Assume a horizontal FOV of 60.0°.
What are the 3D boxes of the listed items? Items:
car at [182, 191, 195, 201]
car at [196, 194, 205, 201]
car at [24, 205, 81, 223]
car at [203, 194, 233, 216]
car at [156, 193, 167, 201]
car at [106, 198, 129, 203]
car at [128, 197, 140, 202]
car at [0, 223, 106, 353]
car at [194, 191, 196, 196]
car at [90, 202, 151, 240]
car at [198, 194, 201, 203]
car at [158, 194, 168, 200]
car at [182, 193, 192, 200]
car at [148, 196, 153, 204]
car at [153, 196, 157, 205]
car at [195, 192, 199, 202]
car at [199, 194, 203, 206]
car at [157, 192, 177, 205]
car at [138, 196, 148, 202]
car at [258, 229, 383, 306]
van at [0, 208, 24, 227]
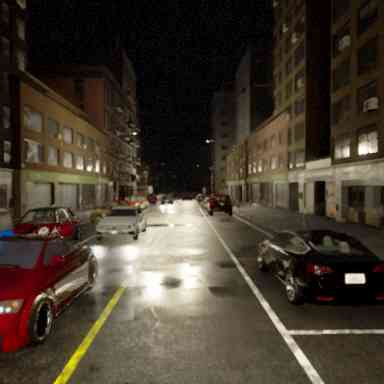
[{"bbox_3d":[-0.979,1.090,67.379,1.882,1.535,5.008,0,0,-1],"label":"car"},{"bbox_3d":[1.773,1.104,73.887,1.752,1.417,4.829,-1,0,-1],"label":"car"},{"bbox_3d":[-5.850,1.358,13.131,1.967,1.590,4.097,-1,0,-1],"label":"car"},{"bbox_3d":[2.427,1.107,29.746,2.192,1.841,5.009,-1,0,-1],"label":"car"},{"bbox_3d":[-6.750,1.041,73.589,1.967,1.590,4.097,-1,0,-1],"label":"car"},{"bbox_3d":[-6.010,1.373,23.954,1.752,1.417,4.829,-1,0,-1],"label":"car"},{"bbox_3d":[-6.094,1.395,29.620,1.802,1.307,4.206,-1,0,-1],"label":"car"},{"bbox_3d":[-3.161,1.526,6.088,1.994,1.385,4.181,0,0,0],"label":"car"},{"bbox_3d":[1.938,1.065,62.723,1.967,1.590,4.097,-1,0,-1],"label":"car"},{"bbox_3d":[-3.313,1.416,16.347,1.812,1.442,4.674,0,0,-1],"label":"car"},{"bbox_3d":[2.184,1.247,46.235,1.887,1.381,4.507,-1,0,-1],"label":"car"},{"bbox_3d":[-6.830,1.146,79.086,1.947,1.339,4.313,-1,0,-1],"label":"car"},{"bbox_3d":[-1.133,1.097,77.726,2.128,1.511,4.902,0,0,-1],"label":"car"},{"bbox_3d":[-6.256,1.278,40.442,1.752,1.417,4.829,-1,0,-1],"label":"car"},{"bbox_3d":[-6.422,1.242,51.605,1.887,1.381,4.507,-1,0,-1],"label":"car"},{"bbox_3d":[2.020,1.090,57.227,1.967,1.590,4.097,-1,0,-1],"label":"car"},{"bbox_3d":[2.266,1.281,40.739,2.008,1.369,4.403,-1,0,-1],"label":"car"},{"bbox_3d":[-3.747,1.185,51.252,2.128,1.511,4.902,0,0,-1],"label":"car"},{"bbox_3d":[-6.178,1.222,35.116,1.967,1.590,4.097,-1,0,-1],"label":"car"},{"bbox_3d":[2.757,1.501,7.763,1.947,1.339,4.313,-1,0,-1],"label":"car"},{"bbox_3d":[-5.769,1.298,7.634,1.690,1.788,3.998,-1,0,-1],"label":"van"}]
